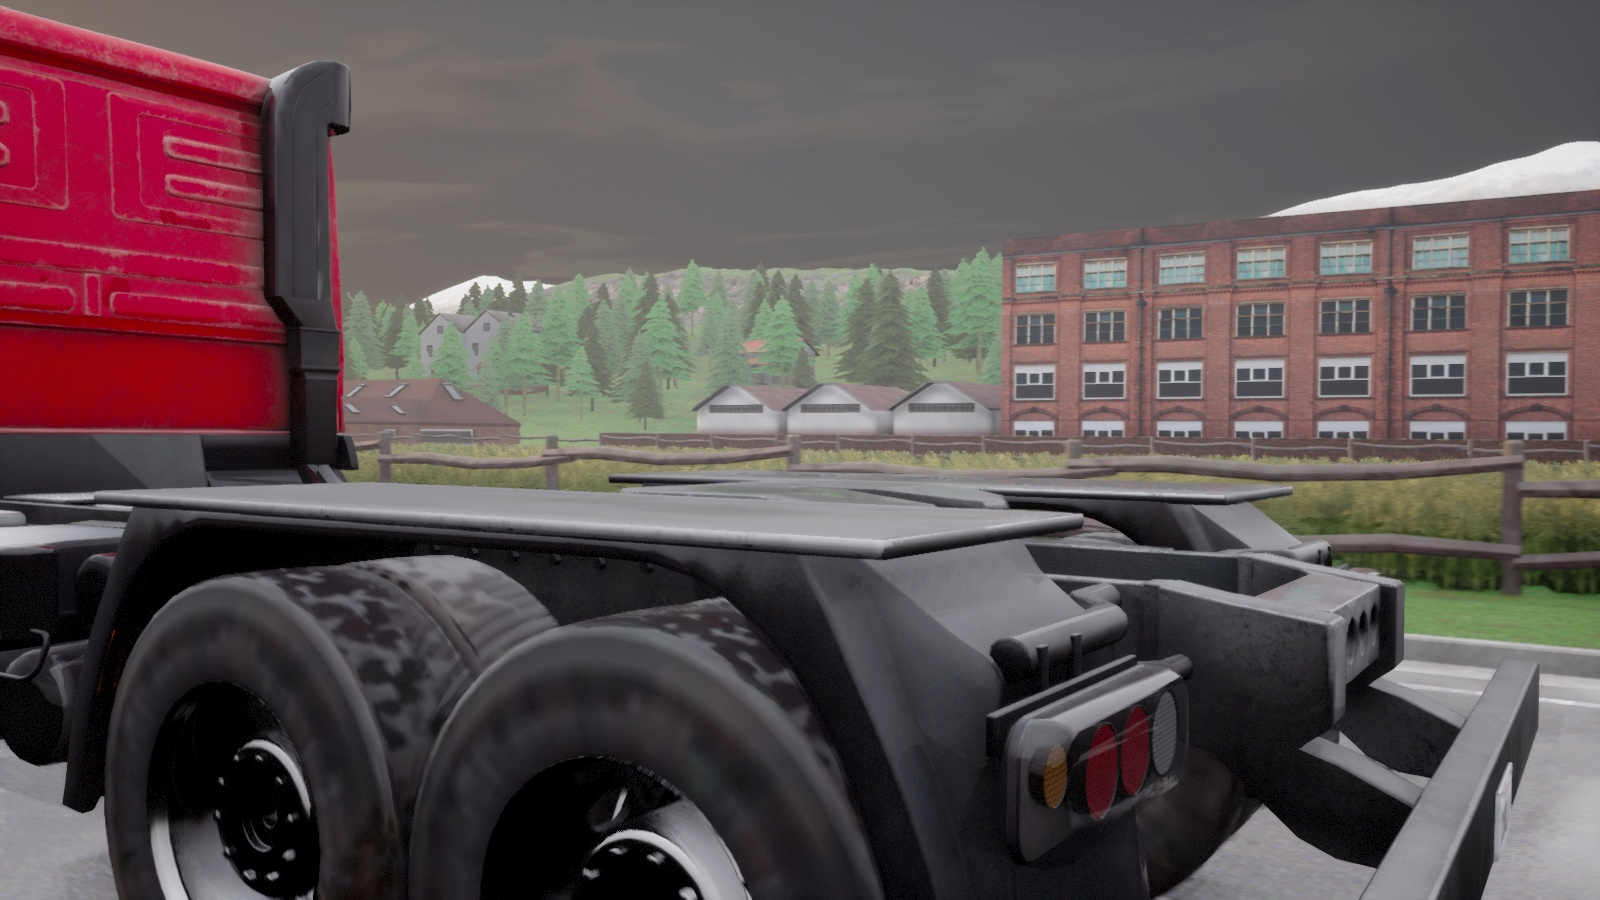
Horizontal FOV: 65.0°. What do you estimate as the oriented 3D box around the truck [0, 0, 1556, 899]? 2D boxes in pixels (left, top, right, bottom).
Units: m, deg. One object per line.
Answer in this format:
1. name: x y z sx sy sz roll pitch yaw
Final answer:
1. truck: -1.812 -0.293 4.809 7.936 3.462 2.891 0 1 34
